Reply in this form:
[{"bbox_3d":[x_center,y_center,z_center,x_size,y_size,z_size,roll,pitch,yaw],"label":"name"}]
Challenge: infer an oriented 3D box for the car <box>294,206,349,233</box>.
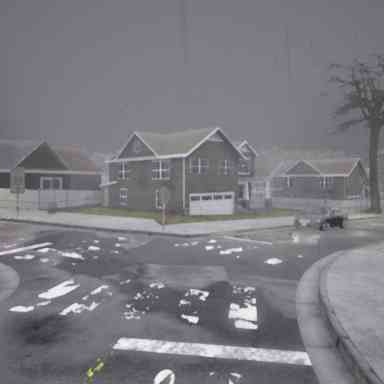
[{"bbox_3d":[8.435,1.696,21.503,4.902,1.511,2.128,1,1,-44],"label":"car"}]
